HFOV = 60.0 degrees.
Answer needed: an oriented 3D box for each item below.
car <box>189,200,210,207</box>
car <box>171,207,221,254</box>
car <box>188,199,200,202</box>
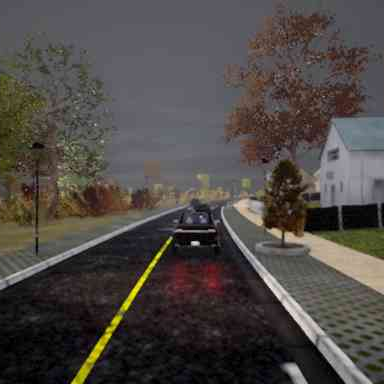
[{"bbox_3d":[0.871,1.753,29.153,1.837,1.490,4.892,0,0,4],"label":"car"},{"bbox_3d":[0.192,1.623,14.215,2.128,1.511,4.902,0,0,2],"label":"car"},{"bbox_3d":[0.597,1.893,56.442,1.837,1.490,4.892,0,-1,7],"label":"car"}]
